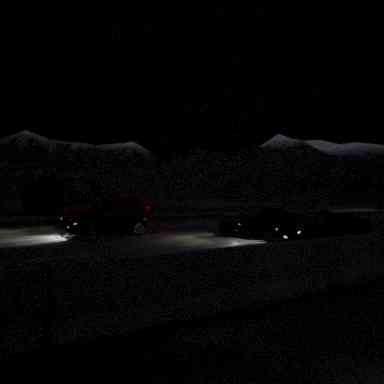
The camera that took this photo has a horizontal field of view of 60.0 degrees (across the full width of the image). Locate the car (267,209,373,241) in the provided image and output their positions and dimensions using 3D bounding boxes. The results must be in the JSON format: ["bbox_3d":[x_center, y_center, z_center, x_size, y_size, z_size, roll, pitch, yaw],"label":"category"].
[{"bbox_3d":[6.484,1.653,16.151,5.357,1.411,2.033,1,0,-30],"label":"car"}]

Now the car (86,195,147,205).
[{"bbox_3d":[-5.394,1.240,21.226,5.566,2.045,2.150,1,0,-32],"label":"car"}]

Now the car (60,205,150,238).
[{"bbox_3d":[-4.471,1.579,17.623,4.181,1.385,1.994,1,0,-32],"label":"car"}]

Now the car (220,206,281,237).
[{"bbox_3d":[3.880,1.569,18.634,5.008,1.535,1.882,1,0,-30],"label":"car"}]
